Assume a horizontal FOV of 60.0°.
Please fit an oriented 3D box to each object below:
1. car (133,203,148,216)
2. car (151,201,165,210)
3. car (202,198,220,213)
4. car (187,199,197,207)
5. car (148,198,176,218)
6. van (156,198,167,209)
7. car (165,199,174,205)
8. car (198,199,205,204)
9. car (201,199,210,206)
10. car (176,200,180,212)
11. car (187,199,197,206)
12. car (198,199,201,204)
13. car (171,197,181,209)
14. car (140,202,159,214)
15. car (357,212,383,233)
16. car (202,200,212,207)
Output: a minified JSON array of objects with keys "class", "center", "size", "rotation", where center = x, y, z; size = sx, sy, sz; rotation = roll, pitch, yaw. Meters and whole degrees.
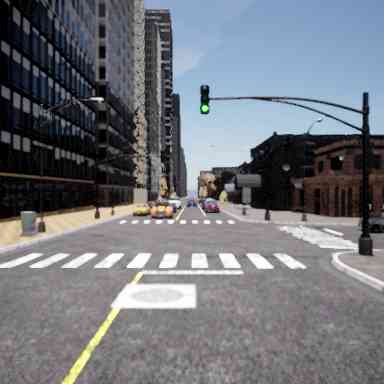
[{"class":"car","center":[-5.831,2.002,38.861],"size":[1.752,1.417,4.829],"rotation":[-1,-1,0]},{"class":"car","center":[-5.656,2.252,55.962],"size":[1.947,1.339,4.313],"rotation":[-1,-1,0]},{"class":"car","center":[2.687,1.988,44.619],"size":[1.967,1.590,4.097],"rotation":[-1,-1,0]},{"class":"car","center":[0.014,2.176,67.148],"size":[2.097,1.767,4.553],"rotation":[0,-1,0]},{"class":"car","center":[-3.090,1.782,35.067],"size":[2.097,1.767,4.553],"rotation":[0,-1,0]},{"class":"van","center":[-5.658,2.097,61.608],"size":[1.690,1.788,3.998],"rotation":[-1,-1,0]},{"class":"car","center":[-5.651,2.558,84.010],"size":[1.752,1.417,4.829],"rotation":[-1,-1,0]},{"class":"car","center":[2.700,2.740,95.411],"size":[1.947,1.339,4.313],"rotation":[-1,-1,0]},{"class":"car","center":[3.163,2.456,77.525],"size":[1.837,1.490,4.892],"rotation":[0,-1,0]},{"class":"car","center":[-3.079,2.115,44.908],"size":[1.994,1.385,4.181],"rotation":[0,-1,0]},{"class":"car","center":[0.017,2.379,75.960],"size":[2.128,1.511,4.902],"rotation":[0,-1,0]},{"class":"car","center":[2.687,2.001,55.908],"size":[2.192,1.841,5.009],"rotation":[-1,-1,0]},{"class":"car","center":[-3.057,1.923,57.300],"size":[2.150,2.045,5.566],"rotation":[0,-1,1]},{"class":"car","center":[-5.658,2.114,44.674],"size":[1.947,1.339,4.313],"rotation":[-1,-1,0]},{"class":"car","center":[13.851,1.937,21.796],"size":[5.357,1.411,2.033],"rotation":[1,0,2]},{"class":"car","center":[3.161,2.370,70.524],"size":[1.837,1.490,4.892],"rotation":[0,-1,0]}]
